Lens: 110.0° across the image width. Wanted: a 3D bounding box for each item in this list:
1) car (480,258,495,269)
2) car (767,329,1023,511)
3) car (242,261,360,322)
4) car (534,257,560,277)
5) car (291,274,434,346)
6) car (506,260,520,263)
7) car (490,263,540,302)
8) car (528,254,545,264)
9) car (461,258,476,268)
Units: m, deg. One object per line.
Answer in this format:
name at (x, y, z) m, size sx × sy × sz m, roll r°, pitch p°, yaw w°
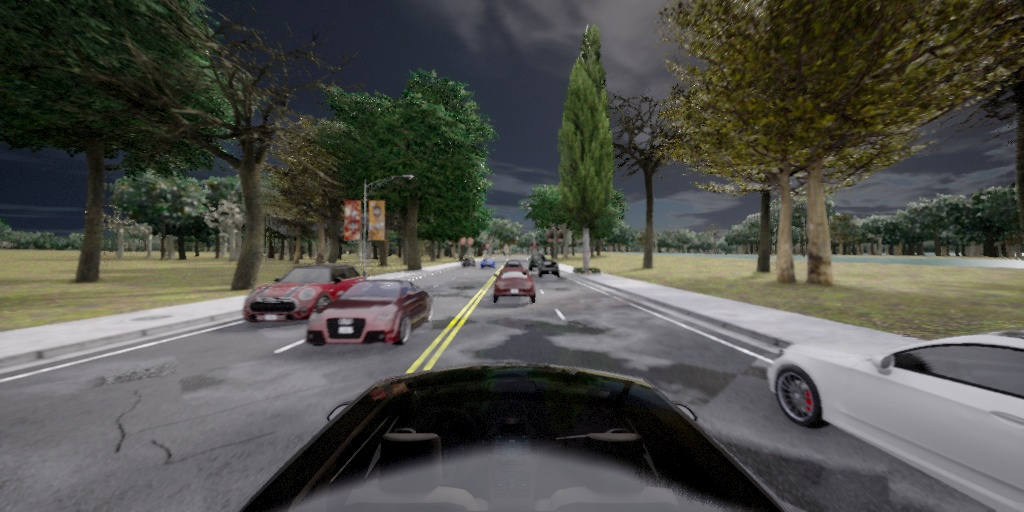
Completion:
car at (-3.304, 1.021, 49.574) m, size 1.882 × 1.535 × 5.008 m, roll 0°, pitch 0°, yaw 0°
car at (4.225, 1.275, 2.684) m, size 1.812 × 1.442 × 4.674 m, roll 0°, pitch 0°, yaw 0°
car at (-6.595, 1.080, 12.052) m, size 2.097 × 1.767 × 4.553 m, roll 0°, pitch 0°, yaw 0°
car at (3.341, 1.156, 33.336) m, size 1.837 × 1.490 × 4.892 m, roll 0°, pitch 0°, yaw 1°
car at (-3.346, 1.299, 9.207) m, size 1.994 × 1.385 × 4.181 m, roll 0°, pitch 0°, yaw 0°
car at (0.116, 1.145, 35.241) m, size 1.837 × 1.490 × 4.892 m, roll 0°, pitch 0°, yaw 0°
car at (0.096, 1.244, 16.730) m, size 1.812 × 1.442 × 4.674 m, roll 0°, pitch 0°, yaw 0°
car at (3.284, 0.796, 45.943) m, size 2.150 × 2.045 × 5.566 m, roll 0°, pitch 1°, yaw 0°
car at (-6.531, 1.009, 54.554) m, size 1.837 × 1.490 × 4.892 m, roll 0°, pitch 1°, yaw 1°
